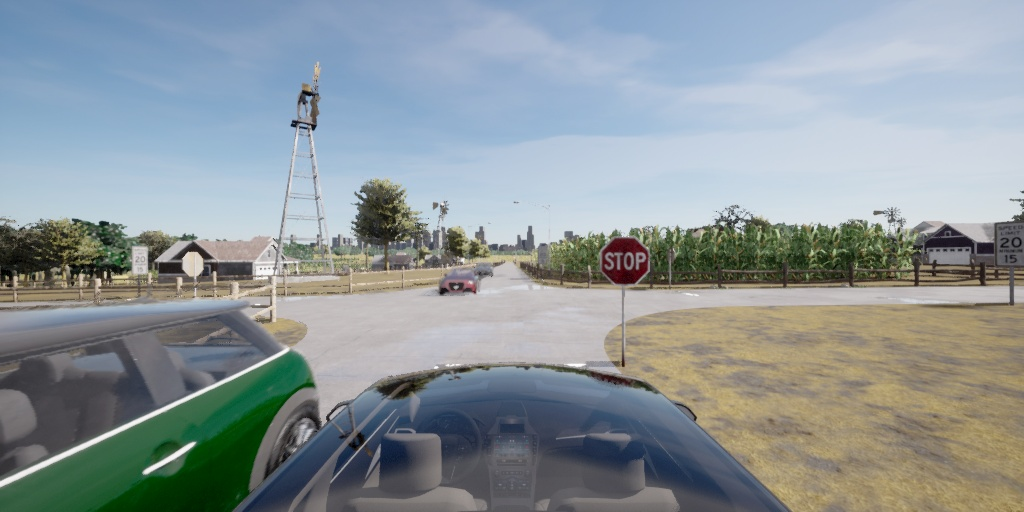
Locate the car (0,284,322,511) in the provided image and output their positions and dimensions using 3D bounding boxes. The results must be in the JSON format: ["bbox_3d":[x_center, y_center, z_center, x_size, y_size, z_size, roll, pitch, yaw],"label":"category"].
[{"bbox_3d":[-2.746,1.100,1.300,2.097,1.767,4.553,0,0,0],"label":"car"}]

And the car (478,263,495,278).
[{"bbox_3d":[-2.880,1.460,37.480,1.837,1.490,4.892,0,0,0],"label":"car"}]

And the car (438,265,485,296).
[{"bbox_3d":[-2.822,1.398,20.148,1.994,1.385,4.181,-1,0,0],"label":"car"}]
